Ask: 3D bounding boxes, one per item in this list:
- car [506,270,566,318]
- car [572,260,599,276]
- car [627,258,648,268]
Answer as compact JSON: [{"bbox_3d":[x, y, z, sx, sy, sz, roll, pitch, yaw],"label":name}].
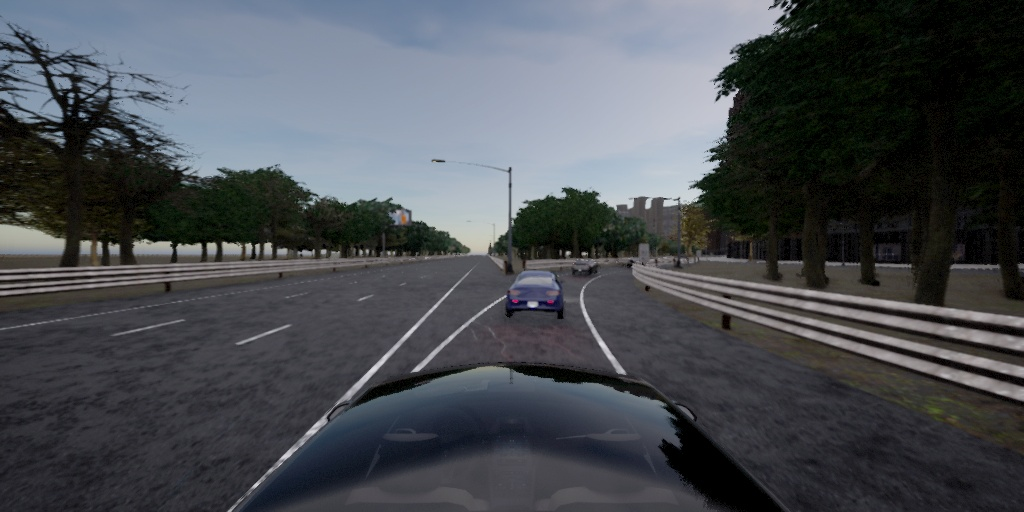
[{"bbox_3d":[0.902,1.227,12.694,1.812,1.442,4.674,0,0,7],"label":"car"},{"bbox_3d":[7.214,1.087,35.002,2.128,1.511,4.902,0,0,24],"label":"car"},{"bbox_3d":[19.148,1.024,54.591,1.837,1.490,4.892,0,0,39],"label":"car"}]
